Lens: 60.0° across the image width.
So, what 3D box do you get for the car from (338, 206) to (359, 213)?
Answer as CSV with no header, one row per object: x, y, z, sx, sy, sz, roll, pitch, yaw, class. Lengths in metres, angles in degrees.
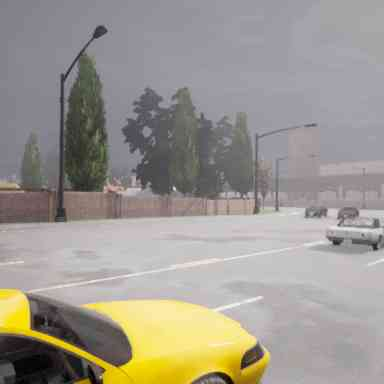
17.760,2.367,37.671,1.812,1.442,4.674,0,-2,33,car

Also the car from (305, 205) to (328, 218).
14.835,2.316,39.593,2.128,1.511,4.902,0,-2,33,car

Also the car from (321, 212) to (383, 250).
7.941,1.769,15.037,4.718,1.301,1.895,2,-1,-44,car

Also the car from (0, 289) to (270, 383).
-1.691,1.455,2.534,5.366,1.575,1.801,0,0,-35,car
